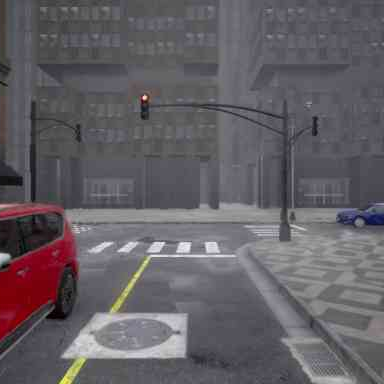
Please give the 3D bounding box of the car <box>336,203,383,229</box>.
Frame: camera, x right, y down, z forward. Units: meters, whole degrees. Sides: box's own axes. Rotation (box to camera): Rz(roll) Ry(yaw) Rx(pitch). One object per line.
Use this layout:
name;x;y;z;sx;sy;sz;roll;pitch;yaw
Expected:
car;11.812;1.458;21.124;5.008;1.535;1.882;0;0;1

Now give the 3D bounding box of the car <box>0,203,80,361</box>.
car;-3.214;1.221;4.367;2.150;2.045;5.566;0;0;-2
